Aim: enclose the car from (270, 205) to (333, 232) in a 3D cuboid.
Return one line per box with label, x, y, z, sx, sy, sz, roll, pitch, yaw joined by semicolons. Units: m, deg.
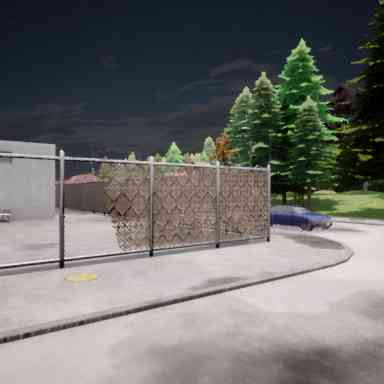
car;6.228;1.522;20.395;1.812;1.442;4.674;0;0;-35
